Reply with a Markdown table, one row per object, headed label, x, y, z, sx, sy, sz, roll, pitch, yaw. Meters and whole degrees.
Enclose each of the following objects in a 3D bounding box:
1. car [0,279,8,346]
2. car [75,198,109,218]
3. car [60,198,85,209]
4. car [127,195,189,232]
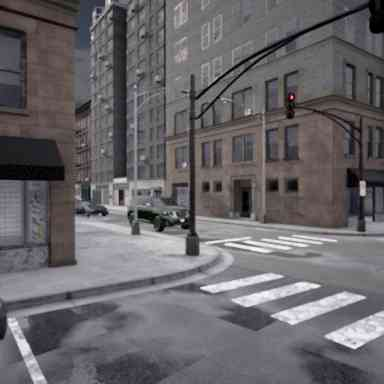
| label | x | y | z | sx | sy | sz | roll | pitch | yaw |
| --- | --- | --- | --- | --- | --- | --- | --- | --- | --- |
| car | -4.394 | 1.551 | 3.391 | 4.403 | 1.369 | 2.008 | 0 | 0 | -36 |
| car | -9.530 | 1.548 | 31.086 | 2.033 | 1.411 | 5.357 | 0 | 0 | -36 |
| car | -16.811 | 1.528 | 46.659 | 2.033 | 1.411 | 5.357 | 0 | 0 | -35 |
| car | -2.142 | 1.234 | 20.777 | 2.150 | 2.045 | 5.566 | 0 | 0 | -36 |
